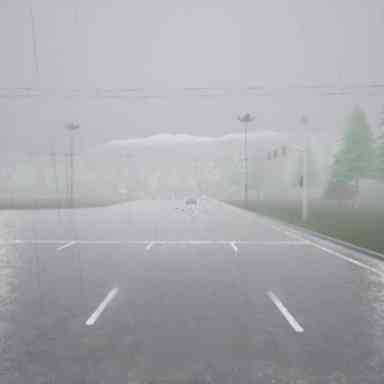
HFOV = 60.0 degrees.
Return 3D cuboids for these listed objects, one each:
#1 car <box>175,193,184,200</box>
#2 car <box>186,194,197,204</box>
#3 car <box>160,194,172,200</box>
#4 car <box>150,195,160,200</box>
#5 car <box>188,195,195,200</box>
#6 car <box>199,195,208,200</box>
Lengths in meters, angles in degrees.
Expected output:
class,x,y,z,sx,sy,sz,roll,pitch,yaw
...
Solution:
class,x,y,z,sx,sy,sz,roll,pitch,yaw
car,-3.615,1.230,92.870,2.150,2.045,5.566,0,0,0
car,-0.077,1.529,63.108,1.812,1.442,4.674,0,0,0
car,-7.115,1.360,93.276,2.097,1.767,4.553,0,0,0
car,-10.615,1.600,93.155,1.895,1.301,4.718,0,0,0
car,-0.115,1.504,93.067,1.837,1.490,4.892,0,0,0
car,3.385,1.529,93.082,1.812,1.442,4.674,0,0,0
